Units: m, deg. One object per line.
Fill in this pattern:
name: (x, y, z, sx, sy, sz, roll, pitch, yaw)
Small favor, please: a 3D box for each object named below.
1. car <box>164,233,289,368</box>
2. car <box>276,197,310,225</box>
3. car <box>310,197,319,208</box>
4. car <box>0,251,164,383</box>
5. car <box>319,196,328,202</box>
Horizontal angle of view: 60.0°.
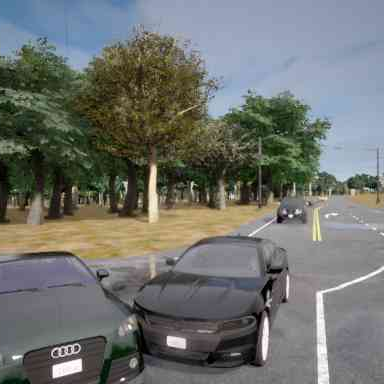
car: (0.714, 1.613, 6.320, 1.882, 1.535, 5.008, -1, -2, 21)
car: (8.135, 1.414, 26.805, 2.150, 2.045, 5.566, -1, -1, 20)
car: (18.523, 1.828, 52.954, 1.895, 1.301, 4.718, -1, 0, 26)
car: (-2.328, 1.643, 5.014, 1.994, 1.385, 4.181, 1, -2, -33)
car: (30.572, 1.596, 77.440, 1.882, 1.535, 5.008, -1, 0, 24)
